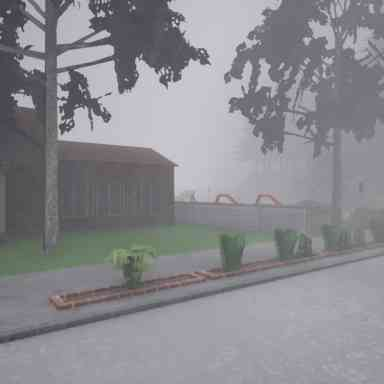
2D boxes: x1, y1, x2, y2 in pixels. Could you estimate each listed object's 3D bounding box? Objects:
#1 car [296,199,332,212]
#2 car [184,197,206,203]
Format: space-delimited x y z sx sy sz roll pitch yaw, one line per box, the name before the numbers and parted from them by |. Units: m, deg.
car | 12.874 1.504 34.124 1.837 1.490 4.892 0 0 -35
car | 0.417 1.525 51.713 1.812 1.442 4.674 0 0 -35
